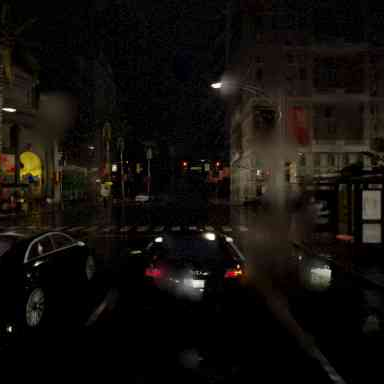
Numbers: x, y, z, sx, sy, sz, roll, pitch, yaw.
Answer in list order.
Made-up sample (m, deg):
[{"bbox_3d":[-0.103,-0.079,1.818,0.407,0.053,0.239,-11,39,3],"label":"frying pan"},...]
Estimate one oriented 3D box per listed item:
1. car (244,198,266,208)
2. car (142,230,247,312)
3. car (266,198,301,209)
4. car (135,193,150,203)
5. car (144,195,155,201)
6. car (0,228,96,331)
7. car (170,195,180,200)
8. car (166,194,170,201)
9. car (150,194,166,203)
[{"bbox_3d":[9.456,1.562,47.495,4.181,1.385,1.994,0,0,12],"label":"car"},{"bbox_3d":[0.052,1.563,7.790,1.994,1.385,4.181,0,0,0],"label":"car"},{"bbox_3d":[12.446,1.523,43.203,4.674,1.442,1.812,0,0,-2],"label":"car"},{"bbox_3d":[-10.613,1.222,70.677,2.150,2.045,5.566,0,0,0],"label":"car"},{"bbox_3d":[-10.599,1.536,82.531,2.033,1.411,5.357,0,0,0],"label":"car"},{"bbox_3d":[-3.453,1.491,6.855,2.128,1.511,4.902,0,0,0],"label":"car"},{"bbox_3d":[-5.024,1.520,95.446,1.812,1.442,4.674,0,0,16],"label":"car"},{"bbox_3d":[-7.126,1.351,81.122,2.097,1.767,4.553,0,0,0],"label":"car"},{"bbox_3d":[-7.112,1.549,69.873,1.994,1.385,4.181,0,0,0],"label":"car"}]
